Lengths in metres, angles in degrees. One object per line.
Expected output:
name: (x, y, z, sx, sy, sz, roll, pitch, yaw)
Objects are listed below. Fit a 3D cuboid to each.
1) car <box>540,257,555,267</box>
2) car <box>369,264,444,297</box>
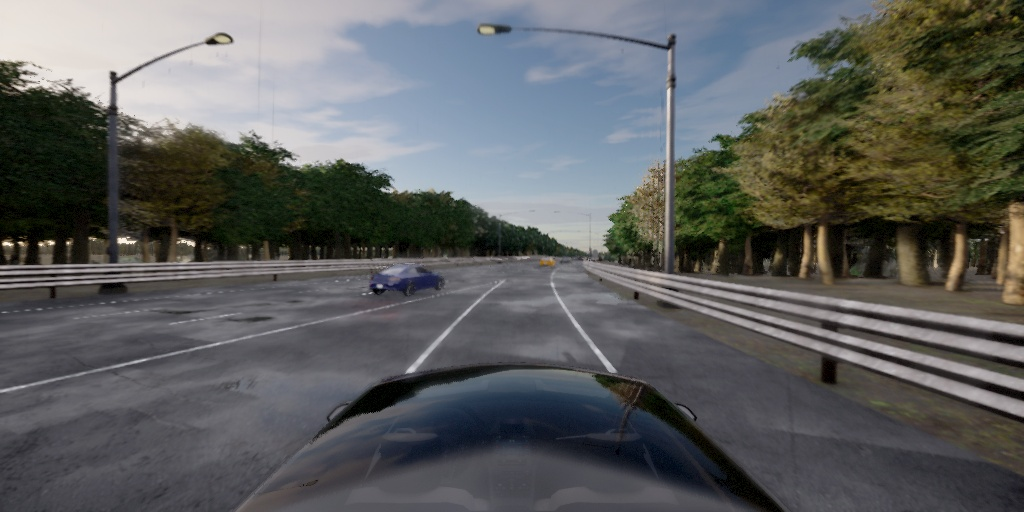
car: (5.608, 0.935, 56.133, 1.882, 1.535, 5.008, 1, 0, 15)
car: (-5.121, 1.135, 17.879, 1.812, 1.442, 4.674, 1, 0, 17)
